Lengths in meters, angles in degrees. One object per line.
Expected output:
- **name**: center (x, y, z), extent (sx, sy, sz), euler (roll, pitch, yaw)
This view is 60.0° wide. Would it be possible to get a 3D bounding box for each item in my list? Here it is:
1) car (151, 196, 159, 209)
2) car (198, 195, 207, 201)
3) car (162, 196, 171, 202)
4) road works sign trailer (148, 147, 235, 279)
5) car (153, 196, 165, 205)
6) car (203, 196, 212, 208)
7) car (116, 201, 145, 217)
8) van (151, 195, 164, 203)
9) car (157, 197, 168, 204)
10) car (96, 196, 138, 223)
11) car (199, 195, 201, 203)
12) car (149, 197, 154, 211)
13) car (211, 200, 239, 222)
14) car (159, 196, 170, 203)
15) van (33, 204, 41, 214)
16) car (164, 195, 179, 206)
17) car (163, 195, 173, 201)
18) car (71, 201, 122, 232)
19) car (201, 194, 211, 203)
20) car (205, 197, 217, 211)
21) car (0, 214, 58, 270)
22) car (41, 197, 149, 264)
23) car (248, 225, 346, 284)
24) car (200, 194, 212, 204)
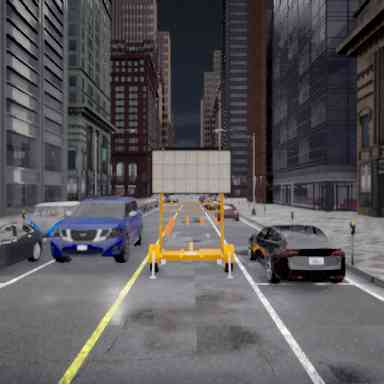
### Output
- **car**: center (-5.835, 1.550, 43.227), extent (2.008, 1.369, 4.403), euler (0, 0, 0)
- **car**: center (2.622, 1.469, 82.699), extent (1.967, 1.590, 4.097), euler (0, 0, 0)
- **car**: center (-5.893, 1.589, 77.046), extent (1.947, 1.339, 4.313), euler (0, 0, 0)
- **road works sign trailer**: center (-0.014, 0.462, 10.032), extent (2.380, 3.560, 2.880), euler (0, 0, 0)
- **car**: center (-5.864, 1.533, 59.967), extent (1.752, 1.417, 4.829), euler (0, 0, 0)
- **car**: center (2.690, 1.581, 43.247), extent (1.802, 1.307, 4.206), euler (0, 0, 0)
- **car**: center (-5.816, 1.564, 31.954), extent (1.947, 1.339, 4.313), euler (0, 0, 0)
- **van**: center (-5.855, 1.345, 54.500), extent (1.690, 1.788, 3.998), euler (0, 0, 0)
- **car**: center (-5.873, 1.594, 65.774), extent (1.802, 1.307, 4.206), euler (0, 0, 0)
- **car**: center (-5.808, 1.313, 26.317), extent (2.192, 1.841, 5.009), euler (0, 0, 0)
- **car**: center (2.660, 1.322, 60.154), extent (2.192, 1.841, 5.009), euler (0, 0, 0)
- **car**: center (-5.826, 1.564, 37.590), extent (1.947, 1.339, 4.313), euler (0, 0, 0)
- **car**: center (2.718, 1.580, 26.337), extent (1.802, 1.307, 4.206), euler (0, 0, 0)
- **car**: center (-5.883, 1.583, 71.410), extent (1.947, 1.339, 4.313), euler (0, 0, 0)
- **van**: center (-5.789, 1.339, 15.044), extent (1.690, 1.788, 3.998), euler (0, 0, 0)
- **car**: center (-3.088, 1.287, 54.113), extent (1.882, 1.535, 5.008), euler (0, 0, 0)
- **car**: center (-5.902, 1.580, 82.683), extent (2.008, 1.369, 4.403), euler (0, 0, 0)
- **car**: center (-5.798, 1.438, 20.680), extent (1.967, 1.590, 4.097), euler (0, 0, 0)
- **car**: center (2.680, 1.441, 48.883), extent (1.967, 1.590, 4.097), euler (0, 0, 0)
- **car**: center (2.699, 1.580, 37.610), extent (1.802, 1.307, 4.206), euler (0, 0, 0)
- **car**: center (-5.778, 1.549, 9.407), extent (2.008, 1.369, 4.403), euler (0, 0, 0)
- **car**: center (-3.118, 1.219, 12.184), extent (2.150, 2.045, 5.566), euler (0, 0, 0)
- **car**: center (2.747, 1.564, 9.428), extent (1.947, 1.339, 4.313), euler (0, 0, 0)
- **car**: center (2.650, 1.327, 65.791), extent (2.192, 1.841, 5.009), euler (0, 0, 0)
